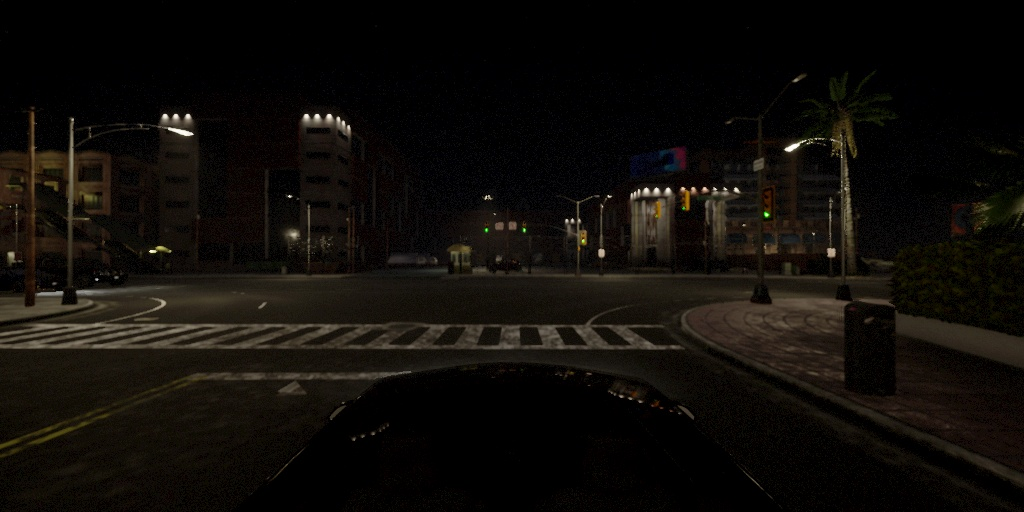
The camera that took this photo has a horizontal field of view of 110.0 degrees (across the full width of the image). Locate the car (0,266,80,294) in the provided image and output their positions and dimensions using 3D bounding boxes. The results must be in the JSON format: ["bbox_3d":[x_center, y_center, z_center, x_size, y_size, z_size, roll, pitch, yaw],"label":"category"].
[{"bbox_3d":[-28.649,1.425,20.905,4.181,1.385,1.994,0,0,0],"label":"car"}]

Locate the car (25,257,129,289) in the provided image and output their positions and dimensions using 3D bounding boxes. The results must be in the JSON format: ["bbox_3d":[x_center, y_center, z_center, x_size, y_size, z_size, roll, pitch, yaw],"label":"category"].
[{"bbox_3d":[-29.567,1.102,24.313,5.566,2.045,2.150,0,0,0],"label":"car"}]
